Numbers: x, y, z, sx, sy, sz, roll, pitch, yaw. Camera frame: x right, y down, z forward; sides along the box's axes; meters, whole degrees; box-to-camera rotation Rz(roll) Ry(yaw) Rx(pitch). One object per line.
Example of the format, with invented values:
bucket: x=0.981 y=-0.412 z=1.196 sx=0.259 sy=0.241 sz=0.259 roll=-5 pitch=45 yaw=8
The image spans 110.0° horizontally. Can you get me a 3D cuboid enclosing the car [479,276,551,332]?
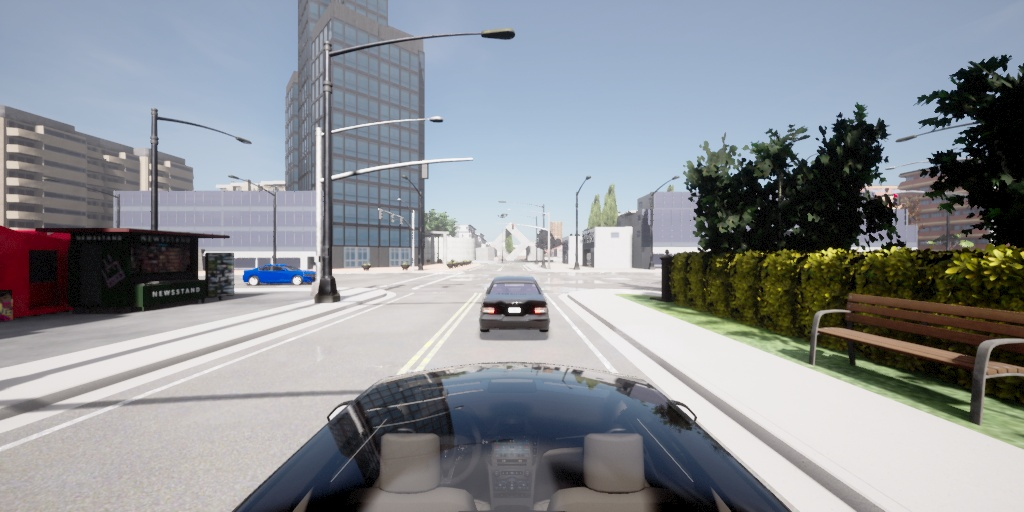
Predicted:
car: x=0.068 y=1.297 z=10.781 sx=2.033 sy=1.411 sz=5.357 roll=0 pitch=0 yaw=0

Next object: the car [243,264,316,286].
car: x=-16.781 y=1.336 z=26.188 sx=5.008 sy=1.535 sz=1.882 roll=-1 pitch=0 yaw=0
